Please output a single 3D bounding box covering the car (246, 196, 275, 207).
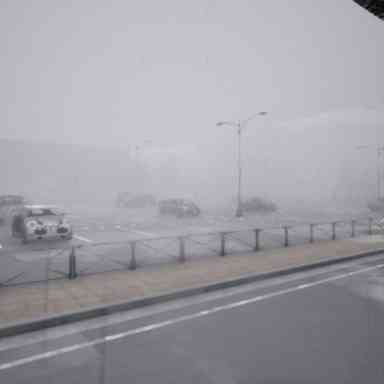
[{"bbox_3d":[10.264,1.381,50.022,1.970,1.475,3.806,0,0,-36],"label":"car"}]

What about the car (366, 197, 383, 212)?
[{"bbox_3d":[21.078,1.327,34.807,2.152,1.636,5.027,0,0,-36],"label":"car"}]

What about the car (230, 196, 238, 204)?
[{"bbox_3d":[8.333,1.371,57.782,1.845,1.501,3.633,0,0,-36],"label":"car"}]

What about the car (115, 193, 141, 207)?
[{"bbox_3d":[-8.923,1.077,44.972,1.905,1.878,3.866,0,0,-36],"label":"car"}]

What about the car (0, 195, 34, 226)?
[{"bbox_3d":[-11.656,1.098,21.550,1.932,1.855,4.605,0,0,-36],"label":"car"}]

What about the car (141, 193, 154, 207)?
[{"bbox_3d":[-6.809,1.097,47.009,1.932,1.855,4.605,0,0,-36],"label":"car"}]

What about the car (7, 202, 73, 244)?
[{"bbox_3d":[-6.658,1.362,14.700,1.970,1.475,3.806,0,0,-36],"label":"car"}]

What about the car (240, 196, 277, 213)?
[{"bbox_3d":[6.982,1.318,34.088,1.845,1.501,3.633,0,0,-36],"label":"car"}]

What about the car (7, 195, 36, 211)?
[{"bbox_3d":[-19.293,1.155,37.479,2.152,1.636,5.027,0,0,-36],"label":"car"}]

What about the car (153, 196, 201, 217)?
[{"bbox_3d":[-1.142,1.297,28.270,2.007,1.523,4.514,0,0,-36],"label":"car"}]
